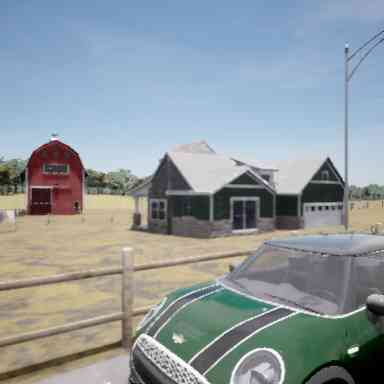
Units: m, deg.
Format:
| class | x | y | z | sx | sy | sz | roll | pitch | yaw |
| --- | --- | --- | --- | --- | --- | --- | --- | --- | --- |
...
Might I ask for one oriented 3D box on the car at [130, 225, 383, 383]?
| class | x | y | z | sx | sy | sz | roll | pitch | yaw |
| --- | --- | --- | --- | --- | --- | --- | --- | --- | --- |
| car | 1.545 | 1.370 | 4.171 | 4.553 | 1.767 | 2.097 | 0 | 0 | -35 |
